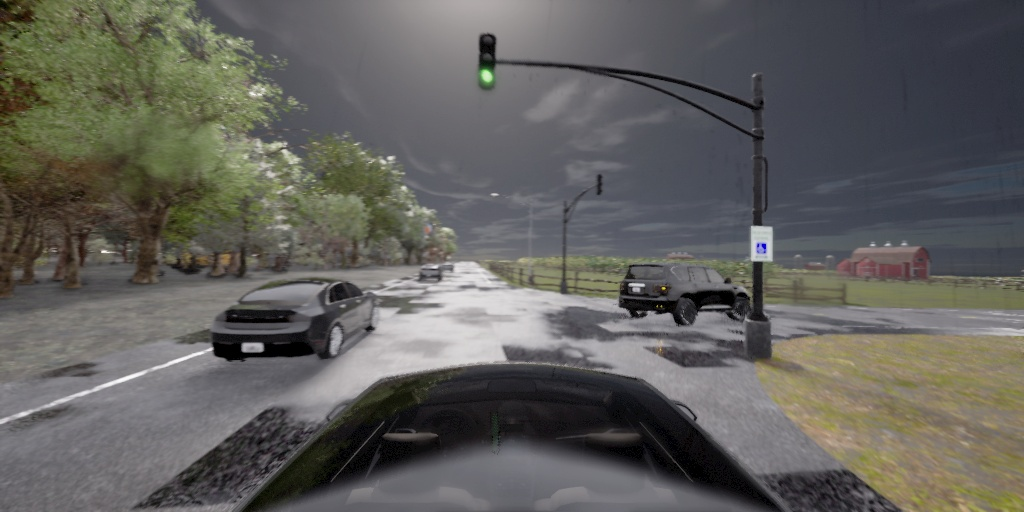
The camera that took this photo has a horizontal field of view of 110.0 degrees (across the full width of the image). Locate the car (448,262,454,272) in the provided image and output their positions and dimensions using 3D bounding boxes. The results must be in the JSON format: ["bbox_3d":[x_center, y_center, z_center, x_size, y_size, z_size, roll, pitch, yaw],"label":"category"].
[{"bbox_3d":[-10.047,1.722,56.299,2.128,1.511,4.902,1,-1,-7],"label":"car"}]

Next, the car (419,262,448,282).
[{"bbox_3d":[-7.283,1.478,32.614,2.128,1.511,4.902,1,-1,-7],"label":"car"}]

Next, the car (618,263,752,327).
[{"bbox_3d":[6.429,1.331,13.233,5.566,2.045,2.150,3,-4,-31],"label":"car"}]

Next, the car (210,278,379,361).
[{"bbox_3d":[-4.423,1.238,8.145,1.837,1.490,4.892,1,-1,-7],"label":"car"}]
